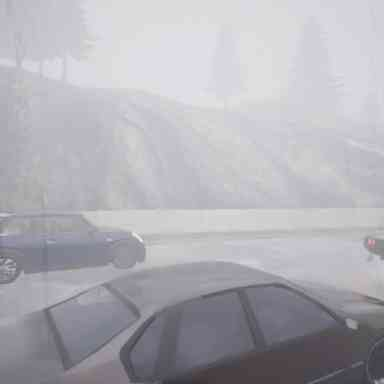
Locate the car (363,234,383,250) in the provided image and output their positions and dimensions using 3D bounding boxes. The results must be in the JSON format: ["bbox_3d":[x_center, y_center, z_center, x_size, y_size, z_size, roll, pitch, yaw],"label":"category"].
[{"bbox_3d":[8.251,1.698,11.034,4.718,1.301,1.895,1,0,-18],"label":"car"}]

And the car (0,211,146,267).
[{"bbox_3d":[-3.629,1.335,9.570,4.553,1.767,2.097,1,0,-33],"label":"car"}]

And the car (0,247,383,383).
[{"bbox_3d":[0.295,1.556,3.713,5.357,1.411,2.033,1,0,-30],"label":"car"}]
